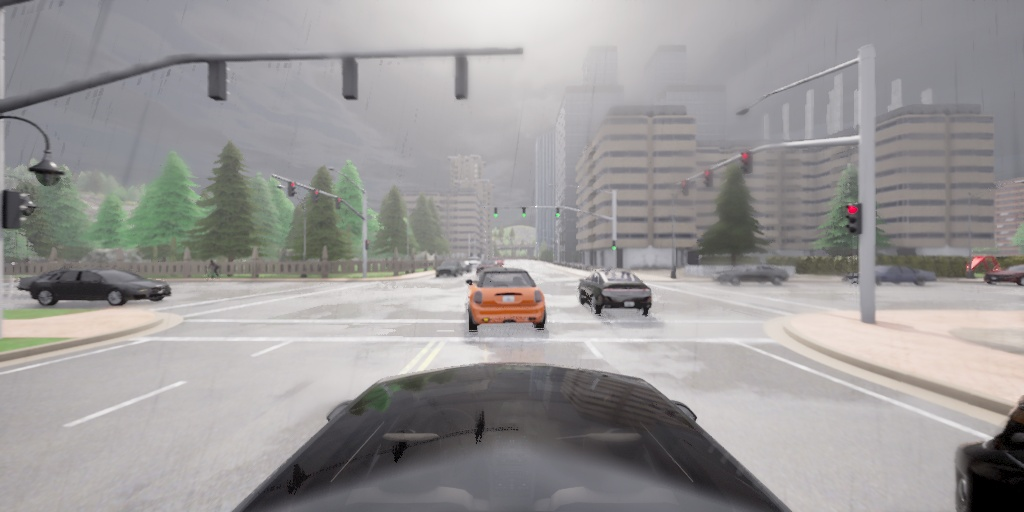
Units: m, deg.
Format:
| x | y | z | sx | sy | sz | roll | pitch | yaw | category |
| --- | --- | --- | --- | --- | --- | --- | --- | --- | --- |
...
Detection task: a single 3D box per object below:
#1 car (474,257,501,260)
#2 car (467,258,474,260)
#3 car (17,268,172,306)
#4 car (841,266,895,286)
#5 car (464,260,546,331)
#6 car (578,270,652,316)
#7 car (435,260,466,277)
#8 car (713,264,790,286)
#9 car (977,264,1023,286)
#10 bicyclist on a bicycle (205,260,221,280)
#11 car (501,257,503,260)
| x | y | z | sx | sy | sz | roll | pitch | yaw | category |
| --- | --- | --- | --- | --- | --- | --- | --- | --- | --- |
| -2.765 | 1.247 | 41.386 | 2.097 | 1.767 | 4.553 | 0 | 0 | 1 | car |
| -6.209 | 1.403 | 45.930 | 2.128 | 1.511 | 4.902 | 0 | 0 | 1 | car |
| -17.538 | 1.302 | 15.439 | 4.892 | 1.490 | 1.837 | 0 | 0 | 1 | car |
| 26.969 | 1.390 | 25.665 | 5.357 | 1.411 | 2.033 | 0 | 0 | 1 | car |
| -0.375 | 1.137 | 11.359 | 2.097 | 1.767 | 4.553 | 0 | 0 | -8 | car |
| 3.717 | 1.288 | 13.624 | 2.128 | 1.511 | 4.902 | 0 | 0 | 1 | car |
| -6.396 | 1.230 | 36.983 | 2.097 | 1.767 | 4.553 | 0 | 0 | 3 | car |
| 17.096 | 1.333 | 25.770 | 4.902 | 1.511 | 2.128 | 0 | 0 | 1 | car |
| 36.897 | 1.322 | 25.552 | 5.008 | 1.535 | 1.882 | 0 | 0 | 1 | car |
| -25.002 | 1.150 | 30.000 | 0.582 | 1.620 | 1.656 | 0 | 0 | 1 | bicyclist on a bicycle |
| -2.462 | 1.188 | 60.686 | 2.150 | 2.045 | 5.566 | 0 | 0 | 1 | car |
